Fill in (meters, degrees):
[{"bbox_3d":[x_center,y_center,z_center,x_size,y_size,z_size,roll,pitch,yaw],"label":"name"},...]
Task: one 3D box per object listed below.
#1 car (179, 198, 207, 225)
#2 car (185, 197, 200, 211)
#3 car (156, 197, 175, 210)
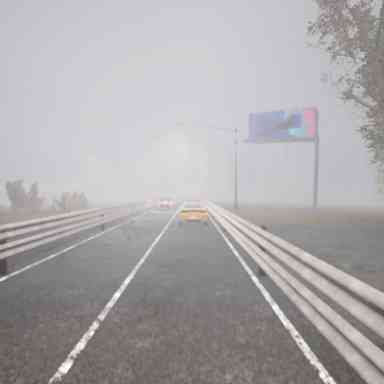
[{"bbox_3d":[0.085,1.470,24.172,1.882,1.535,5.008,0,0,0],"label":"car"},{"bbox_3d":[0.071,1.464,42.557,1.882,1.535,5.008,0,0,0],"label":"car"},{"bbox_3d":[-3.278,1.380,42.136,2.097,1.767,4.553,0,0,0],"label":"car"}]
